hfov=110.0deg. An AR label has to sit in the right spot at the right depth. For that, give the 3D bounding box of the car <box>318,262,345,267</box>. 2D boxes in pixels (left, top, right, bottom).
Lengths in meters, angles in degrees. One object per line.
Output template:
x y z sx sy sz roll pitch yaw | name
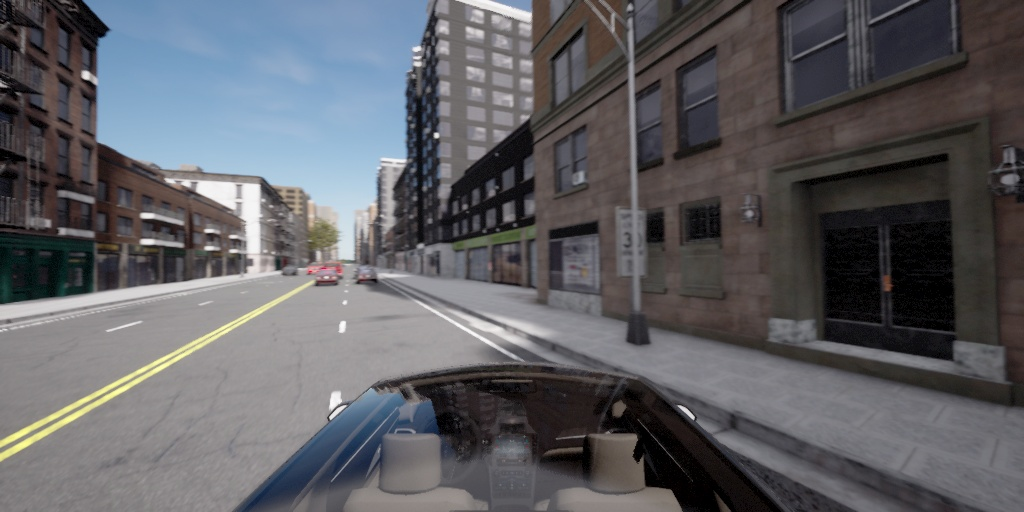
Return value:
-20.789 1.724 41.622 2.150 2.045 5.566 -1 -1 -24 | car

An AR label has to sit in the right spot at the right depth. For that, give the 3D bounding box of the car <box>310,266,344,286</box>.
-16.439 1.884 32.092 2.033 1.411 5.357 -1 -1 -24 | car

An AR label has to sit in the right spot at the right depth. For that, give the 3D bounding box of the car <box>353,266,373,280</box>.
-18.299 1.985 44.029 2.128 1.511 4.902 -1 -1 -24 | car

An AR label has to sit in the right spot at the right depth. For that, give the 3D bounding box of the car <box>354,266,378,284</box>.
-13.686 1.865 33.872 2.033 1.411 5.357 -1 -1 -24 | car

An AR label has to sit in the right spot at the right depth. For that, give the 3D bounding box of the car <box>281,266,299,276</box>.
-34.250 2.341 55.467 1.882 1.535 5.008 -1 -1 -24 | car
